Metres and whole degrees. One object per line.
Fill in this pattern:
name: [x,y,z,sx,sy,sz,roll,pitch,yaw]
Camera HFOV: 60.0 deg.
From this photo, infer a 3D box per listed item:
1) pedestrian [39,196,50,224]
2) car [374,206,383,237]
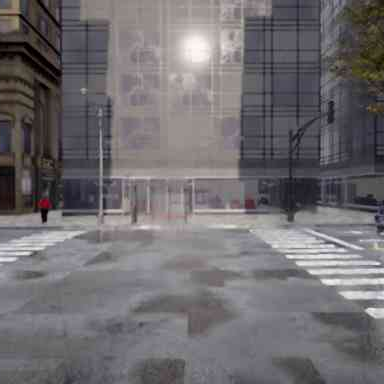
pedestrian: [-9.593,1.136,21.601,0.375,1.860,0.375,0,1,0]
car: [10.422,1.200,14.172,4.553,1.767,2.097,-1,0,0]
